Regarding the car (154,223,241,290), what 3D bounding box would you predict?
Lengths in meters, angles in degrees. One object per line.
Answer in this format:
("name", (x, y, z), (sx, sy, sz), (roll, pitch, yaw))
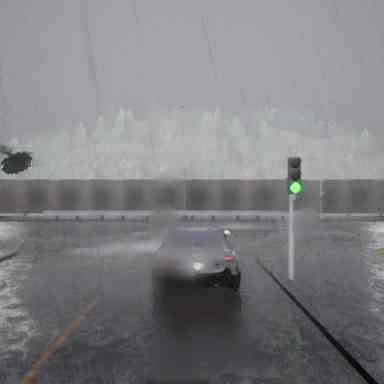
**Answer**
("car", (0.126, 1.532, 9.009), (1.994, 1.385, 4.181), (0, 0, 0))
